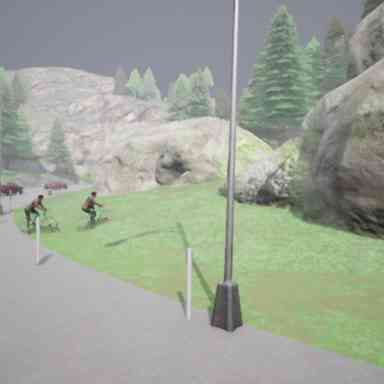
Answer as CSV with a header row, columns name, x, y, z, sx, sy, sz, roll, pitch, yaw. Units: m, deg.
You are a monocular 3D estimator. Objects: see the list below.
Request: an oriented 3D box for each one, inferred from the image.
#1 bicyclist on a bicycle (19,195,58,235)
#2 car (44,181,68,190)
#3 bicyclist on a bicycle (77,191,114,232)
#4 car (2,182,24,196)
name,x,y,z,sx,sy,sz,roll,pitch,yaw
bicyclist on a bicycle,-6.447,0.938,13.934,1.656,1.620,0.582,-1,4,2
car,-20.865,-1.074,51.203,1.994,1.385,4.181,2,3,9
bicyclist on a bicycle,-4.193,0.811,14.188,1.656,1.620,0.582,-16,12,-32
car,-20.914,-0.441,37.803,1.882,1.535,5.008,2,3,-4
